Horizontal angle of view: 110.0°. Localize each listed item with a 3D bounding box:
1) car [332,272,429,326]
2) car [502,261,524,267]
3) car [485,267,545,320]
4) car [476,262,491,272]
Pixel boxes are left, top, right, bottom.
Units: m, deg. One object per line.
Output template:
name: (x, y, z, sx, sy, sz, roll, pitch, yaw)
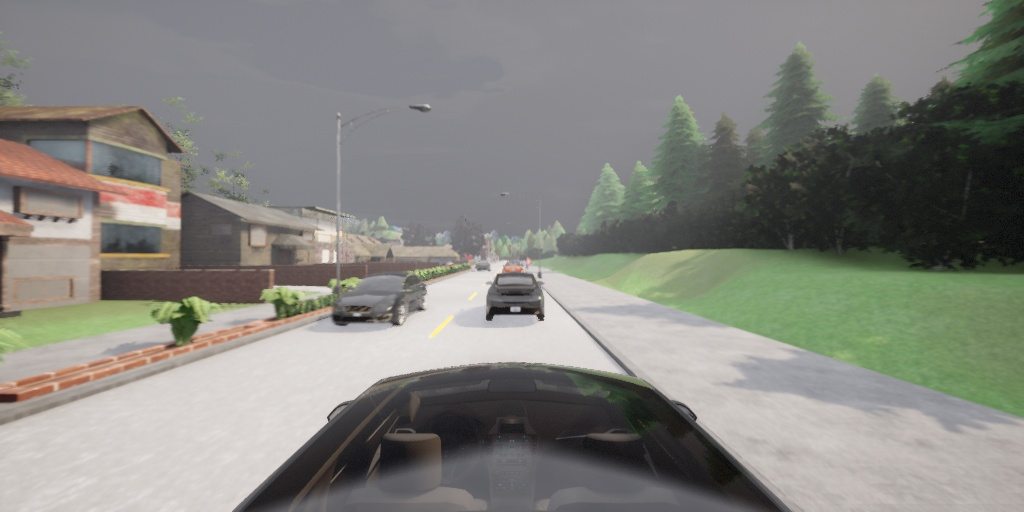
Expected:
car: (-4.096, 1.312, 11.900, 1.837, 1.490, 4.892, 0, 0, 0)
car: (0.113, 1.293, 35.789, 2.097, 1.767, 4.553, 0, 0, 0)
car: (0.105, 1.318, 12.863, 1.837, 1.490, 4.892, 0, 0, 0)
car: (-4.053, 1.581, 52.130, 2.033, 1.411, 5.357, 0, 0, 0)
